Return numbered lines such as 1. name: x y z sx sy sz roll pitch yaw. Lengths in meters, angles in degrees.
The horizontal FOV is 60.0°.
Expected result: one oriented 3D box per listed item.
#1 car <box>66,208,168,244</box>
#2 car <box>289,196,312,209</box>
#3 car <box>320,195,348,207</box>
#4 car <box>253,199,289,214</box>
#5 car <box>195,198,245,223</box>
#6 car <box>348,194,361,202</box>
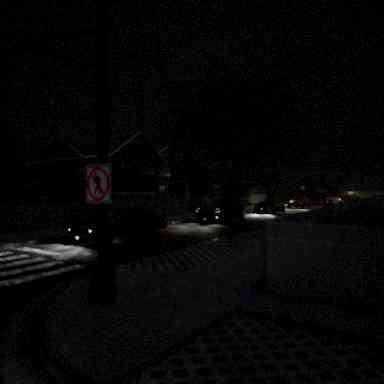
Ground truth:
1. car: -3.395 1.529 16.278 2.033 1.411 5.357 0 0 33
2. car: 13.269 1.270 40.934 1.812 1.442 4.674 0 0 34
3. car: 17.917 1.248 42.466 2.033 1.411 5.357 0 0 36
4. car: 7.646 1.390 32.683 1.994 1.385 4.181 0 0 35
5. car: 2.111 1.257 24.483 2.097 1.767 4.553 0 0 34
6. car: 24.759 1.077 51.524 1.882 1.535 5.008 0 0 39
